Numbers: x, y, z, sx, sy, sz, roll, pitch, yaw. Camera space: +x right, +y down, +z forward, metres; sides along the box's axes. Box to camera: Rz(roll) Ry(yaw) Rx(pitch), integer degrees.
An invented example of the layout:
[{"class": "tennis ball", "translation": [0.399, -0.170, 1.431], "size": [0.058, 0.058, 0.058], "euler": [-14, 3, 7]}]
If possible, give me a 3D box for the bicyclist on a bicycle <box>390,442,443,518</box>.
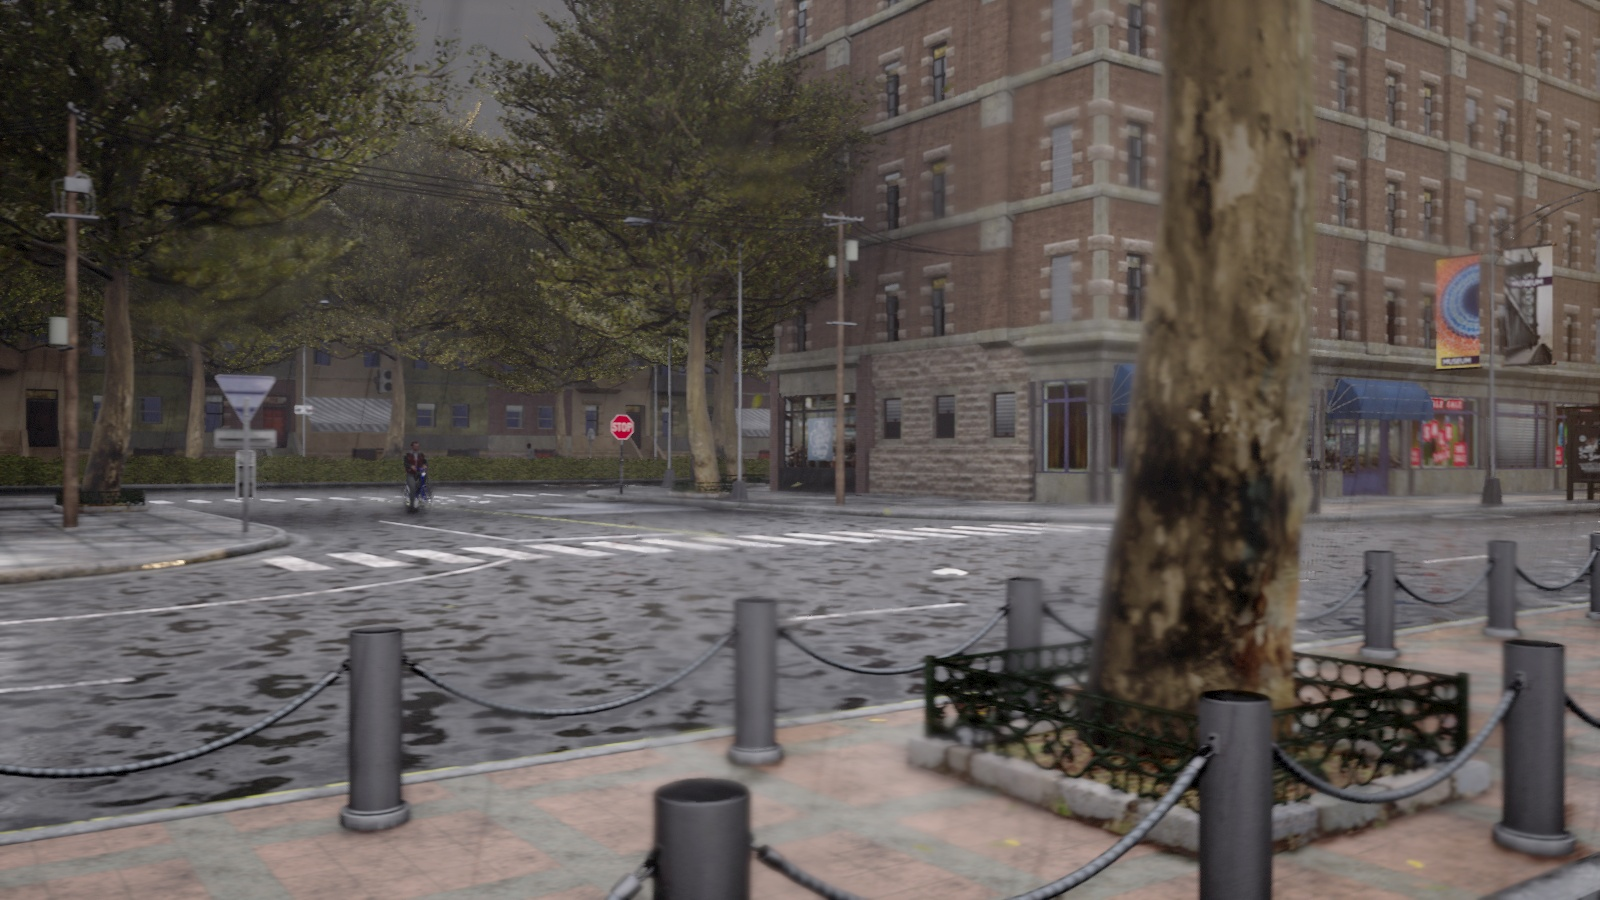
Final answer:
[{"class": "bicyclist on a bicycle", "translation": [-9.220, 0.708, 30.147], "size": [0.659, 1.776, 1.843], "euler": [0, 0, -36]}]
